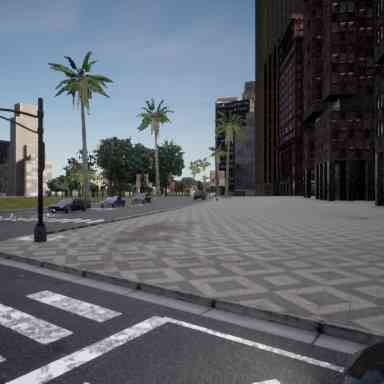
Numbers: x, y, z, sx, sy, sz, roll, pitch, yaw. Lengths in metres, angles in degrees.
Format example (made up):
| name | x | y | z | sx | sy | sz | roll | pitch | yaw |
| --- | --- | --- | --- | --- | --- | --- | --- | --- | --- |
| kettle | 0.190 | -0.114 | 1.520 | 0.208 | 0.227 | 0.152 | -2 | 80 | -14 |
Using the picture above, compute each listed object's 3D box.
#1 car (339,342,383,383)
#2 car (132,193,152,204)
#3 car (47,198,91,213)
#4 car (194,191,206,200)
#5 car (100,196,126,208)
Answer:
| name | x | y | z | sx | sy | sz | roll | pitch | yaw |
| --- | --- | --- | --- | --- | --- | --- | --- | --- | --- |
| car | 3.208 | 1.505 | 1.422 | 4.892 | 1.490 | 1.837 | 0 | 0 | 34 |
| car | -8.088 | 0.995 | 53.645 | 2.097 | 1.767 | 4.553 | 0 | 1 | 11 |
| car | -12.435 | 1.363 | 34.170 | 2.033 | 1.411 | 5.357 | 0 | 0 | 14 |
| car | 1.707 | 0.692 | 71.364 | 2.150 | 2.045 | 5.566 | 0 | 1 | 8 |
| car | -10.213 | 1.260 | 43.564 | 1.812 | 1.442 | 4.674 | 0 | 1 | 13 |
